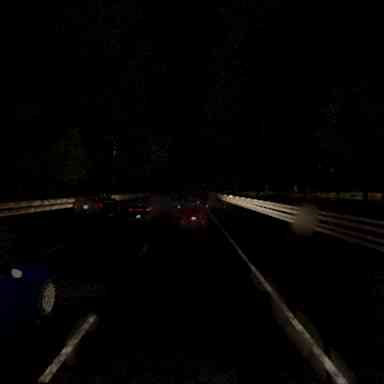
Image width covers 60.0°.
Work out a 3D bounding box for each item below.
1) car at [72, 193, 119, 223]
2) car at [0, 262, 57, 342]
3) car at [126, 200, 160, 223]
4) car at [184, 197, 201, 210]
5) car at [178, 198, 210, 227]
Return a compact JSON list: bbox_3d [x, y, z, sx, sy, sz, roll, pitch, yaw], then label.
[{"bbox_3d":[-6.904,1.062,24.297,2.150,2.045,5.566,0,0,0],"label":"car"},{"bbox_3d":[-3.401,1.497,4.251,1.812,1.442,4.674,0,0,0],"label":"car"},{"bbox_3d":[-3.403,1.337,23.601,2.128,1.511,4.902,0,0,0],"label":"car"},{"bbox_3d":[0.094,1.343,39.390,1.895,1.301,4.718,0,0,0],"label":"car"},{"bbox_3d":[0.096,1.337,21.403,1.882,1.535,5.008,0,0,0],"label":"car"}]
